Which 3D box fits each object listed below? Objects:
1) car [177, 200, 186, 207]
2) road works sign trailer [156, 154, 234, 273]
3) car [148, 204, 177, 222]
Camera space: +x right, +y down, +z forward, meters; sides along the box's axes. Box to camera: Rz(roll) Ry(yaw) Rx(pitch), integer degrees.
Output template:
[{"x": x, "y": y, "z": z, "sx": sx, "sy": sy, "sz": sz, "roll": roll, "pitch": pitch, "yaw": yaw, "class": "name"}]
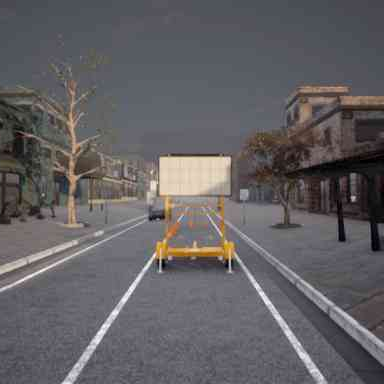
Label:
[{"x": -2.305, "y": 2.409, "z": 70.881, "sx": 2.128, "sy": 1.511, "sz": 4.902, "roll": 0, "pitch": 0, "yaw": 1, "class": "car"}, {"x": 0.105, "y": 0.549, "z": 10.933, "sx": 2.380, "sy": 3.560, "sz": 2.880, "roll": 0, "pitch": -1, "yaw": 1, "class": "road works sign trailer"}, {"x": -2.804, "y": 1.922, "z": 30.445, "sx": 2.033, "sy": 1.411, "sz": 5.357, "roll": 0, "pitch": -1, "yaw": 1, "class": "car"}]
